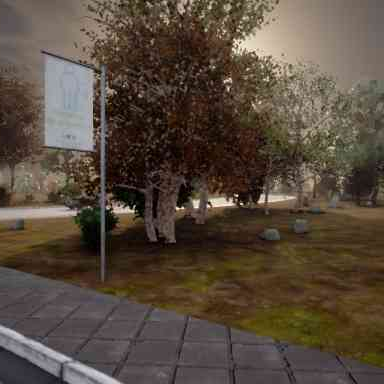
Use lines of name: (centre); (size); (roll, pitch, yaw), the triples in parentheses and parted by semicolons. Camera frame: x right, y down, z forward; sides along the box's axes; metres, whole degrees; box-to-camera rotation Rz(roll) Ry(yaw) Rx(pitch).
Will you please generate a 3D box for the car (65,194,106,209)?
car: (-13.723, 1.195, 43.578); (2.150, 2.045, 5.566); (0, 1, 38)
